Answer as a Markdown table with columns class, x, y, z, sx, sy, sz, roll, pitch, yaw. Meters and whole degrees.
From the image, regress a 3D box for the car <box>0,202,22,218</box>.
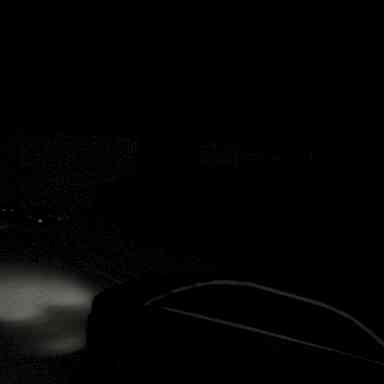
| class | x | y | z | sx | sy | sz | roll | pitch | yaw |
| --- | --- | --- | --- | --- | --- | --- | --- | --- | --- |
| car | -17.583 | 1.684 | 31.959 | 2.033 | 1.411 | 5.357 | 0 | 0 | -20 |

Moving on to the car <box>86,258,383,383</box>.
| class | x | y | z | sx | sy | sz | roll | pitch | yaw |
| --- | --- | --- | --- | --- | --- | --- | --- | --- | --- |
| car | 0.764 | 1.515 | 3.660 | 4.902 | 1.511 | 2.128 | 0 | 0 | 39 |

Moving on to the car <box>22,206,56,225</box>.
| class | x | y | z | sx | sy | sz | roll | pitch | yaw |
| --- | --- | --- | --- | --- | --- | --- | --- | --- | --- |
| car | -11.271 | 1.715 | 25.074 | 1.895 | 1.301 | 4.718 | 0 | 0 | -21 |
